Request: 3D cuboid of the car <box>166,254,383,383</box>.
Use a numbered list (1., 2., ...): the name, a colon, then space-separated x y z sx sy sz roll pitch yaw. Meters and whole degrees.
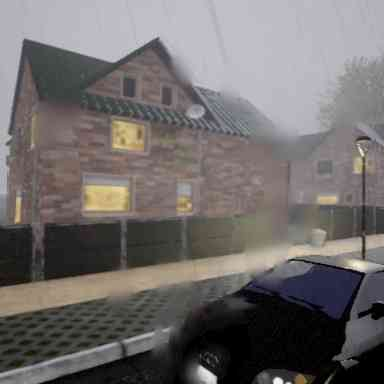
1. car: 1.766 1.583 4.318 4.181 1.385 1.994 0 0 -35
